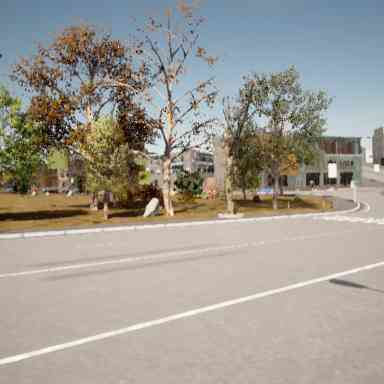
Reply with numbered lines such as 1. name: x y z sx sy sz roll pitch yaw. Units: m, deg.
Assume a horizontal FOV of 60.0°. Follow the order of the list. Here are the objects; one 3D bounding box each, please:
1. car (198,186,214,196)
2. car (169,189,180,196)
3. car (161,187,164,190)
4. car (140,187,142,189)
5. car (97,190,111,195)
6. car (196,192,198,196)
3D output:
1. car: 3.584 -0.202 65.964 2.435 2.045 5.566 -1 2 16
2. car: -3.611 0.165 71.125 1.946 1.575 5.366 -1 2 17
3. car: -5.948 -0.068 73.119 2.435 2.045 5.566 -2 2 17
4. car: -13.040 -0.061 78.485 2.435 2.045 5.566 0 2 18
5. car: -22.426 0.070 85.705 1.946 1.575 5.366 0 3 19
6. car: 1.196 -0.164 67.783 2.435 2.045 5.566 -2 2 16
